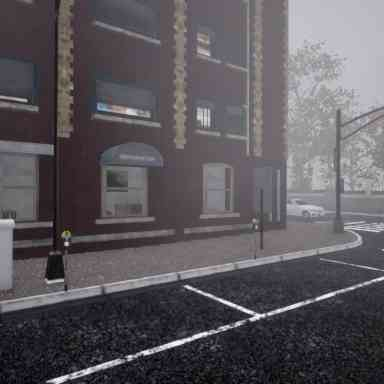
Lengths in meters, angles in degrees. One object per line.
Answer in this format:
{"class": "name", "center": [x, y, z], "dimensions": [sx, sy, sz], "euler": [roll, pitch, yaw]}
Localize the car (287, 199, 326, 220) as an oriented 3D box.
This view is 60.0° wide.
{"class": "car", "center": [8.019, 1.256, 25.821], "dimensions": [1.812, 1.442, 4.674], "euler": [0, 1, -36]}
